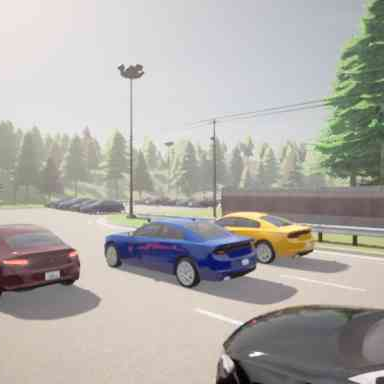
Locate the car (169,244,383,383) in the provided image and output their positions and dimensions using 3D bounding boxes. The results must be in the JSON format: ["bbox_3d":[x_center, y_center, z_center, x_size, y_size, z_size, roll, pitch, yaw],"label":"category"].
[{"bbox_3d":[2.330,1.491,2.053,4.902,1.511,2.128,0,0,43],"label":"car"}]

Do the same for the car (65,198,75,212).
[{"bbox_3d":[-10.795,1.535,37.006,2.033,1.411,5.357,0,0,43],"label":"car"}]

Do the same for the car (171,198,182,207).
[{"bbox_3d":[-0.334,1.513,48.265,1.812,1.442,4.674,0,0,43],"label":"car"}]

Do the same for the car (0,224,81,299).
[{"bbox_3d":[-4.513,1.523,8.301,4.674,1.442,1.812,0,0,43],"label":"car"}]

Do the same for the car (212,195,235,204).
[{"bbox_3d":[6.180,1.462,65.503,1.882,1.535,5.008,0,0,43],"label":"car"}]

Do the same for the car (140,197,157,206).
[{"bbox_3d":[-5.317,1.475,53.188,2.128,1.511,4.902,0,0,43],"label":"car"}]

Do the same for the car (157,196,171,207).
[{"bbox_3d":[-2.638,1.587,50.933,1.895,1.301,4.718,0,0,43],"label":"car"}]

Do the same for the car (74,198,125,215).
[{"bbox_3d":[-9.042,1.514,33.751,1.812,1.442,4.674,0,0,43],"label":"car"}]

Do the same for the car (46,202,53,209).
[{"bbox_3d":[-15.439,1.586,42.291,1.895,1.301,4.718,0,0,43],"label":"car"}]

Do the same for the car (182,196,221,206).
[{"bbox_3d":[1.462,1.481,45.056,2.128,1.511,4.902,0,0,43],"label":"car"}]

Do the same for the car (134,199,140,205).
[{"bbox_3d":[-7.688,1.548,55.775,1.994,1.385,4.181,0,0,43],"label":"car"}]

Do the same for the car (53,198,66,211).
[{"bbox_3d":[-13.291,1.464,39.462,1.882,1.535,5.008,0,0,43],"label":"car"}]

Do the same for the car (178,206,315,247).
[{"bbox_3d":[1.803,1.475,11.995,5.008,1.535,1.882,0,0,43],"label":"car"}]

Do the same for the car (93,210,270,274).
[{"bbox_3d":[-0.569,1.475,9.420,5.008,1.535,1.882,0,0,43],"label":"car"}]

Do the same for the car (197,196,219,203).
[{"bbox_3d":[3.242,1.509,67.443,1.812,1.442,4.674,0,0,44],"label":"car"}]

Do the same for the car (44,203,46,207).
[{"bbox_3d":[-17.310,1.532,45.421,2.033,1.411,5.357,0,0,43],"label":"car"}]
